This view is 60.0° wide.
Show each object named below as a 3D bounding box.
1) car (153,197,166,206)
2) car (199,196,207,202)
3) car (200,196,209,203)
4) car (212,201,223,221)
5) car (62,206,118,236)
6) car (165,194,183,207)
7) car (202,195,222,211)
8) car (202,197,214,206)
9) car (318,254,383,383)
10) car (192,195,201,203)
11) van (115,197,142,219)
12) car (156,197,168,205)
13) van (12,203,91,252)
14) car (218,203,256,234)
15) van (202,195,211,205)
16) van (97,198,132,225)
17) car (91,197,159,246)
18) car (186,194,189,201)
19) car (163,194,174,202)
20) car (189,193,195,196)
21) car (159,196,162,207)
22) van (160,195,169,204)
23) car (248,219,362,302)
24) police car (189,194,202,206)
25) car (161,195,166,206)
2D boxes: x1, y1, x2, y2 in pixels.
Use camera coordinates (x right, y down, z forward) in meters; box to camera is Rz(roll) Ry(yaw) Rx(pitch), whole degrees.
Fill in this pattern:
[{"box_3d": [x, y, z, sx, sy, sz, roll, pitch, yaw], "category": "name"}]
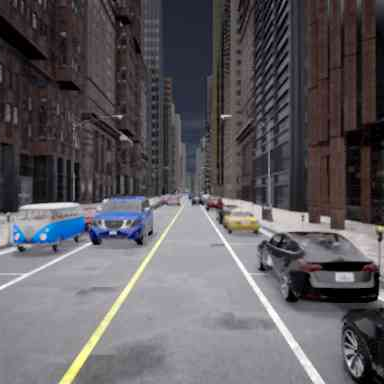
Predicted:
[{"box_3d": [-5.724, 1.674, 58.672, 1.887, 1.381, 4.507, 0, 0, 0], "category": "car"}, {"box_3d": [2.819, 1.787, 86.772, 1.802, 1.307, 4.206, 0, 0, 0], "category": "car"}, {"box_3d": [2.812, 1.700, 75.704, 1.752, 1.417, 4.829, 0, 0, 0], "category": "car"}, {"box_3d": [2.779, 1.614, 24.965, 1.947, 1.339, 4.313, 0, 0, 0], "category": "car"}, {"box_3d": [-5.750, 1.582, 19.344, 1.887, 1.381, 4.507, 0, 0, 0], "category": "car"}, {"box_3d": [-3.033, 1.472, 55.072, 2.097, 1.767, 4.553, 0, 0, 0], "category": "car"}, {"box_3d": [2.790, 1.401, 41.822, 2.192, 1.841, 5.009, 0, 0, 0], "category": "car"}, {"box_3d": [2.801, 1.679, 58.677, 2.008, 1.369, 4.403, 0, 0, 0], "category": "car"}, {"box_3d": [2.764, 1.571, 2.490, 1.947, 1.339, 4.313, 0, 0, 0], "category": "car"}, {"box_3d": [0.947, 1.519, 73.016, 2.097, 1.767, 4.553, 0, 0, 0], "category": "car"}, {"box_3d": [-5.742, 1.402, 30.581, 1.690, 1.788, 3.998, 0, 0, 0], "category": "van"}, {"box_3d": [-5.721, 1.689, 64.290, 1.887, 1.381, 4.507, 0, 0, 0], "category": "car"}, {"box_3d": [-5.753, 1.368, 13.726, 1.690, 1.788, 3.998, 0, 0, 0], "category": "van"}, {"box_3d": [2.776, 1.563, 19.517, 1.752, 1.417, 4.829, 0, 0, 0], "category": "car"}, {"box_3d": [2.804, 1.485, 64.297, 1.690, 1.788, 3.998, 0, 0, 0], "category": "van"}, {"box_3d": [-5.746, 1.390, 24.962, 1.690, 1.788, 3.998, 0, 0, 0], "category": "van"}, {"box_3d": [-3.089, 1.252, 15.802, 2.150, 2.045, 5.566, 0, 0, 0], "category": "car"}, {"box_3d": [0.059, 1.374, 91.197, 2.150, 2.045, 5.566, 0, 0, 0], "category": "car"}, {"box_3d": [-5.710, 1.505, 81.146, 2.192, 1.841, 5.009, 0, 0, 0], "category": "car"}, {"box_3d": [0.944, 1.375, 67.077, 2.150, 2.045, 5.566, 0, 0, 0], "category": "car"}, {"box_3d": [-5.732, 1.625, 47.265, 1.752, 1.417, 4.829, 0, 0, 0], "category": "car"}, {"box_3d": [-5.717, 1.501, 69.910, 1.690, 1.788, 3.998, 0, 0, 0], "category": "van"}, {"box_3d": [2.768, 1.581, 8.109, 1.947, 1.339, 4.313, 0, 0, 0], "category": "car"}, {"box_3d": [0.937, 1.550, 57.156, 1.930, 1.638, 5.238, 0, 0, 0], "category": "police car"}, {"box_3d": [-5.728, 1.665, 53.060, 2.008, 1.369, 4.403, 0, 0, 0], "category": "car"}]
